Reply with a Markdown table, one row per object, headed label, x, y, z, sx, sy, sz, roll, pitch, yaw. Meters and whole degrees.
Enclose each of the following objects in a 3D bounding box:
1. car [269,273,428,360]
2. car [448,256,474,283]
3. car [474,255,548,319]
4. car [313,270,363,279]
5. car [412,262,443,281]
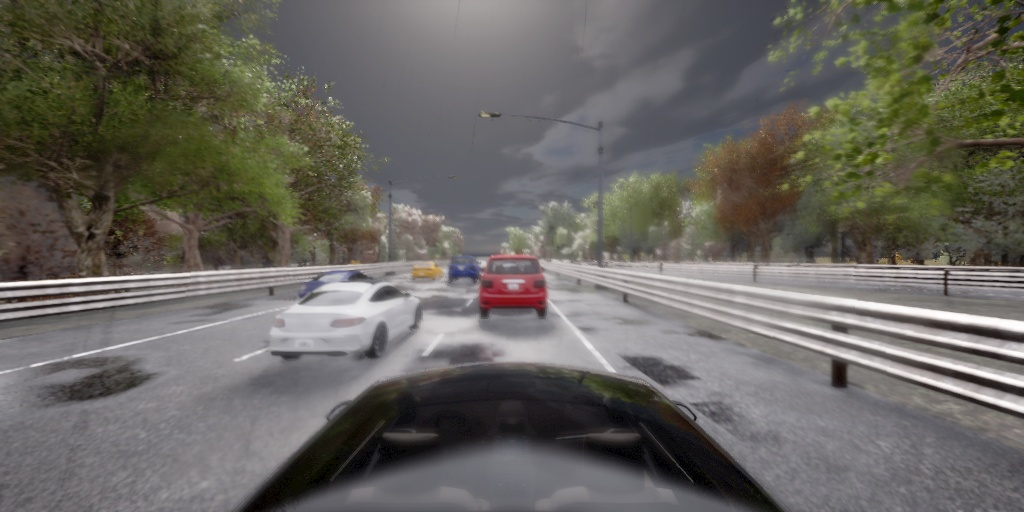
| label | x | y | z | sx | sy | sz | roll | pitch | yaw |
| --- | --- | --- | --- | --- | --- | --- | --- | --- | --- |
| car | -3.438 | 1.289 | 8.242 | 1.812 | 1.442 | 4.674 | 0 | 0 | 0 |
| car | -3.663 | 1.039 | 28.495 | 2.150 | 2.045 | 5.566 | 0 | 0 | -1 |
| car | 0.041 | 0.996 | 13.116 | 2.150 | 2.045 | 5.566 | 0 | 0 | 0 |
| car | -6.979 | 1.306 | 15.030 | 1.812 | 1.442 | 4.674 | 0 | 0 | 0 |
| car | -7.214 | 1.305 | 31.080 | 1.882 | 1.535 | 5.008 | 0 | 0 | -1 |
